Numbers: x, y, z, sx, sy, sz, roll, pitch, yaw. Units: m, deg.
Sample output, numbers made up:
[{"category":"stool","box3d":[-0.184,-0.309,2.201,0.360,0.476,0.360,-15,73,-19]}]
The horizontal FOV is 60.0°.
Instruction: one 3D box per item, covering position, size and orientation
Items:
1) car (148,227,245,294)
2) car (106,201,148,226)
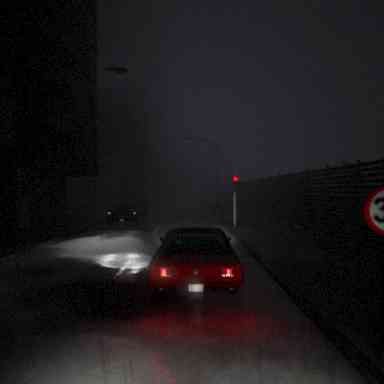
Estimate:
[{"category":"car","box3d":[0.088,1.546,8.609,1.895,1.301,4.718,0,0,0]},{"category":"car","box3d":[-4.002,1.269,21.096,1.895,1.301,4.718,0,0,0]}]
